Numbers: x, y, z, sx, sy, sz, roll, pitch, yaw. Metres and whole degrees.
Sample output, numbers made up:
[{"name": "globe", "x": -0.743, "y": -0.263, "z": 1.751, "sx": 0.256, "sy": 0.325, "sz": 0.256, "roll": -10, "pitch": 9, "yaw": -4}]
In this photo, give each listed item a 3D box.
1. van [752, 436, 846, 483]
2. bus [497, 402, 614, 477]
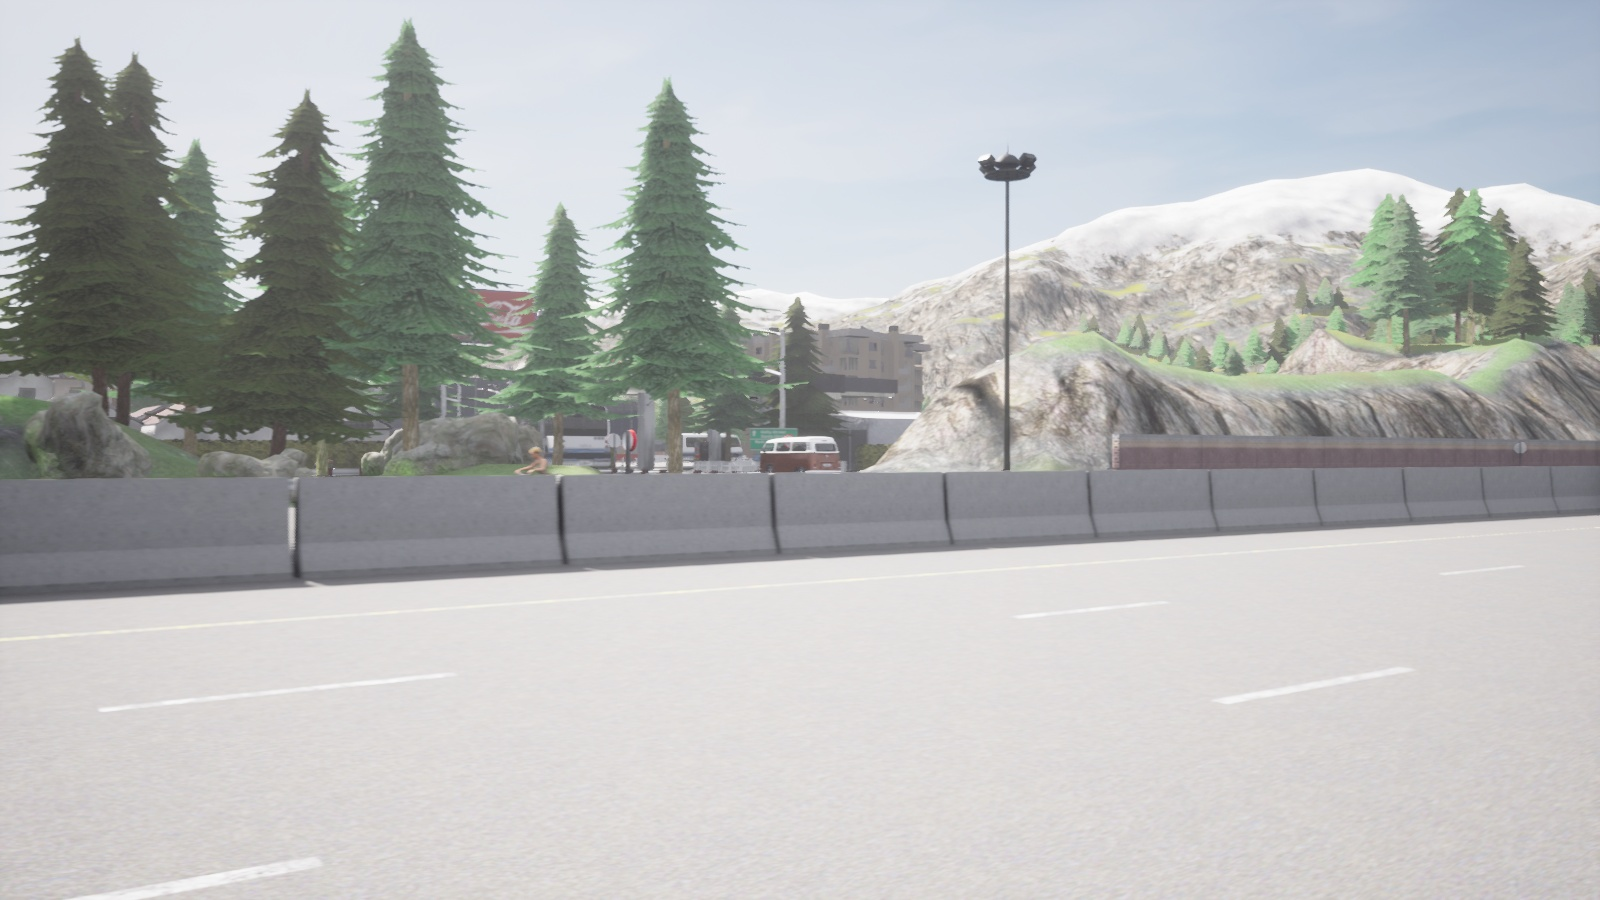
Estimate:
[{"name": "van", "x": -0.089, "y": 0.413, "z": 57.358, "sx": 2.069, "sy": 2.038, "sz": 4.480, "roll": 0, "pitch": 0, "yaw": -35}, {"name": "bus", "x": -15.223, "y": -0.600, "z": 77.394, "sx": 3.944, "sy": 4.253, "sz": 10.273, "roll": 0, "pitch": 0, "yaw": -30}]
